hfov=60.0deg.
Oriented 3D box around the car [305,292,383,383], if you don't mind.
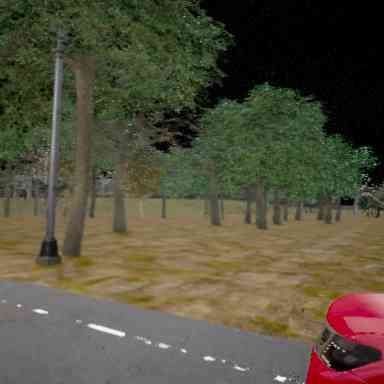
[{"bbox_3d":[3.819,1.498,2.511,5.566,2.045,2.150,0,-4,30],"label":"car"}]
